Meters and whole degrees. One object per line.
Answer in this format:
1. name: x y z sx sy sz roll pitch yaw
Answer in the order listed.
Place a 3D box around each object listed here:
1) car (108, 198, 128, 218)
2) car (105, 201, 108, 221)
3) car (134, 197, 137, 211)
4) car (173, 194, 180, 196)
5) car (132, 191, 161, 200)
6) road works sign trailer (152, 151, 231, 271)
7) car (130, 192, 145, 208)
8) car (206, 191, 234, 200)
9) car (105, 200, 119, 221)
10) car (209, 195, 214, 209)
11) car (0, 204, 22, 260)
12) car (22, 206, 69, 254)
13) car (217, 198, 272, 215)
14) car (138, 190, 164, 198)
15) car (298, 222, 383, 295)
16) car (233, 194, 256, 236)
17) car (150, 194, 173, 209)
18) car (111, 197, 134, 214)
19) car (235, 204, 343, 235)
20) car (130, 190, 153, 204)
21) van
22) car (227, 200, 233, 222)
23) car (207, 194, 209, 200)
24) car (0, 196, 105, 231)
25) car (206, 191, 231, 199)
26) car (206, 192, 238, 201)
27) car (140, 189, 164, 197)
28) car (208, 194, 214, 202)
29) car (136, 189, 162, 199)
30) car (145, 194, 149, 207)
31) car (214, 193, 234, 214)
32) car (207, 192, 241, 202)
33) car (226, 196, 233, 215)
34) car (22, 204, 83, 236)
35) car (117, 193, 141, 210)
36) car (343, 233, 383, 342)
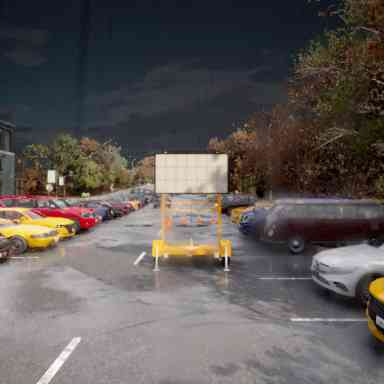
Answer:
1. car: -8.079 1.463 26.681 5.008 1.535 2.097 0 0 0
2. car: -8.069 1.521 21.108 4.674 1.452 2.002 0 0 0
3. car: -8.078 1.453 32.260 4.674 1.452 2.002 0 0 0
4. car: -3.614 0.112 71.178 2.128 1.511 4.902 0 2 0
5. car: -8.122 0.634 60.122 5.008 1.535 2.097 0 2 0
6. road works sign trailer: -0.014 0.466 10.894 2.380 3.560 2.880 0 0 0
7. car: -8.057 1.205 37.824 4.553 1.767 2.185 0 1 0
8. car: 4.992 0.661 60.202 4.792 1.488 2.163 0 3 0
9. car: -8.099 1.505 23.894 4.792 1.488 2.163 0 0 0
10. car: 4.810 1.370 35.235 5.366 1.575 1.946 0 1 0
11. car: -8.084 1.356 10.100 4.553 1.767 2.185 0 0 0
12. car: -7.870 1.479 12.759 5.366 1.575 1.946 0 0 0
13. car: 5.004 1.411 32.446 5.008 1.535 2.097 0 1 0
14. car: -8.094 0.395 65.683 4.792 1.488 2.163 0 3 0
15. car: 5.034 1.522 7.242 4.674 1.452 2.002 0 0 0
16. car: 4.992 1.230 15.597 5.566 2.045 2.435 0 0 0
17. car: -3.652 1.343 41.337 1.994 1.385 4.181 0 1 0
18. car: -8.083 1.442 29.470 5.008 1.535 2.097 0 1 0
19. car: 5.202 1.478 18.382 5.366 1.575 1.946 0 0 0
20. car: -8.130 1.015 46.184 4.553 1.767 2.185 0 2 0
21. van: 4.907 1.256 12.811 4.442 1.987 1.878 0 0 0
22. car: 5.008 1.481 21.290 5.008 1.535 2.097 0 0 0
23. car: 4.976 1.135 46.385 5.008 1.535 2.097 0 2 0
24. car: -8.035 1.230 18.325 5.566 2.045 2.435 0 0 0
25. car: 4.962 0.534 63.112 4.674 1.452 2.002 0 3 0
26. car: 5.152 0.750 57.411 5.366 1.575 1.946 0 2 0
27. car: -8.156 0.256 68.463 4.792 1.488 2.163 0 3 0
28. car: 4.979 1.211 43.468 4.892 1.521 2.231 0 2 0
29. car: -8.089 0.378 62.893 4.553 1.767 2.185 0 3 0
30. car: -8.062 1.305 40.614 4.792 1.488 2.163 0 1 0
31. car: 5.031 1.189 29.655 5.566 2.045 2.435 0 1 0
32. car: 5.156 0.863 54.618 5.366 1.575 1.946 0 2 0
33. car: 5.041 1.350 24.075 4.553 1.767 2.185 0 0 0
34. car: -8.065 1.481 15.542 5.008 1.535 2.097 0 0 0
35. car: -8.053 1.250 35.045 4.553 1.767 2.185 0 1 0
36. car: 5.040 1.481 4.457 5.008 1.535 2.097 0 0 0
